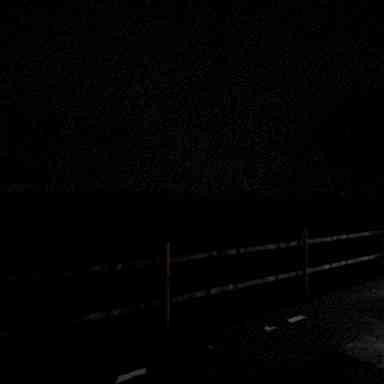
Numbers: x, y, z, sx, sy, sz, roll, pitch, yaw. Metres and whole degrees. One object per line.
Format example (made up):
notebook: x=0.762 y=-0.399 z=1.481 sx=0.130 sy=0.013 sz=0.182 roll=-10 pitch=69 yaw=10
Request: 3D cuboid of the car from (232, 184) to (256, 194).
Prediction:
car: x=11.024 y=-0.618 z=70.872 sx=2.150 sy=2.045 sz=5.566 roll=3 pitch=0 yaw=-35
